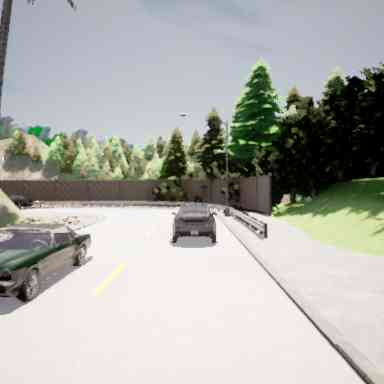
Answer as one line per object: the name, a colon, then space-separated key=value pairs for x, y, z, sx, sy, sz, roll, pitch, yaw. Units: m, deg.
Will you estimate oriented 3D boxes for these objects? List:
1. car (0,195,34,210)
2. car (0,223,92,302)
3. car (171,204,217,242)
car: x=-19.602 y=1.054 z=35.484 sx=5.008 sy=1.535 sz=1.882 roll=0 pitch=1 yaw=-1
car: x=-4.055 y=1.502 z=8.151 sx=1.895 sy=1.301 sz=4.718 roll=0 pitch=1 yaw=1
car: x=0.099 y=1.320 z=15.195 sx=1.837 sy=1.490 sz=4.892 roll=0 pitch=0 yaw=0
